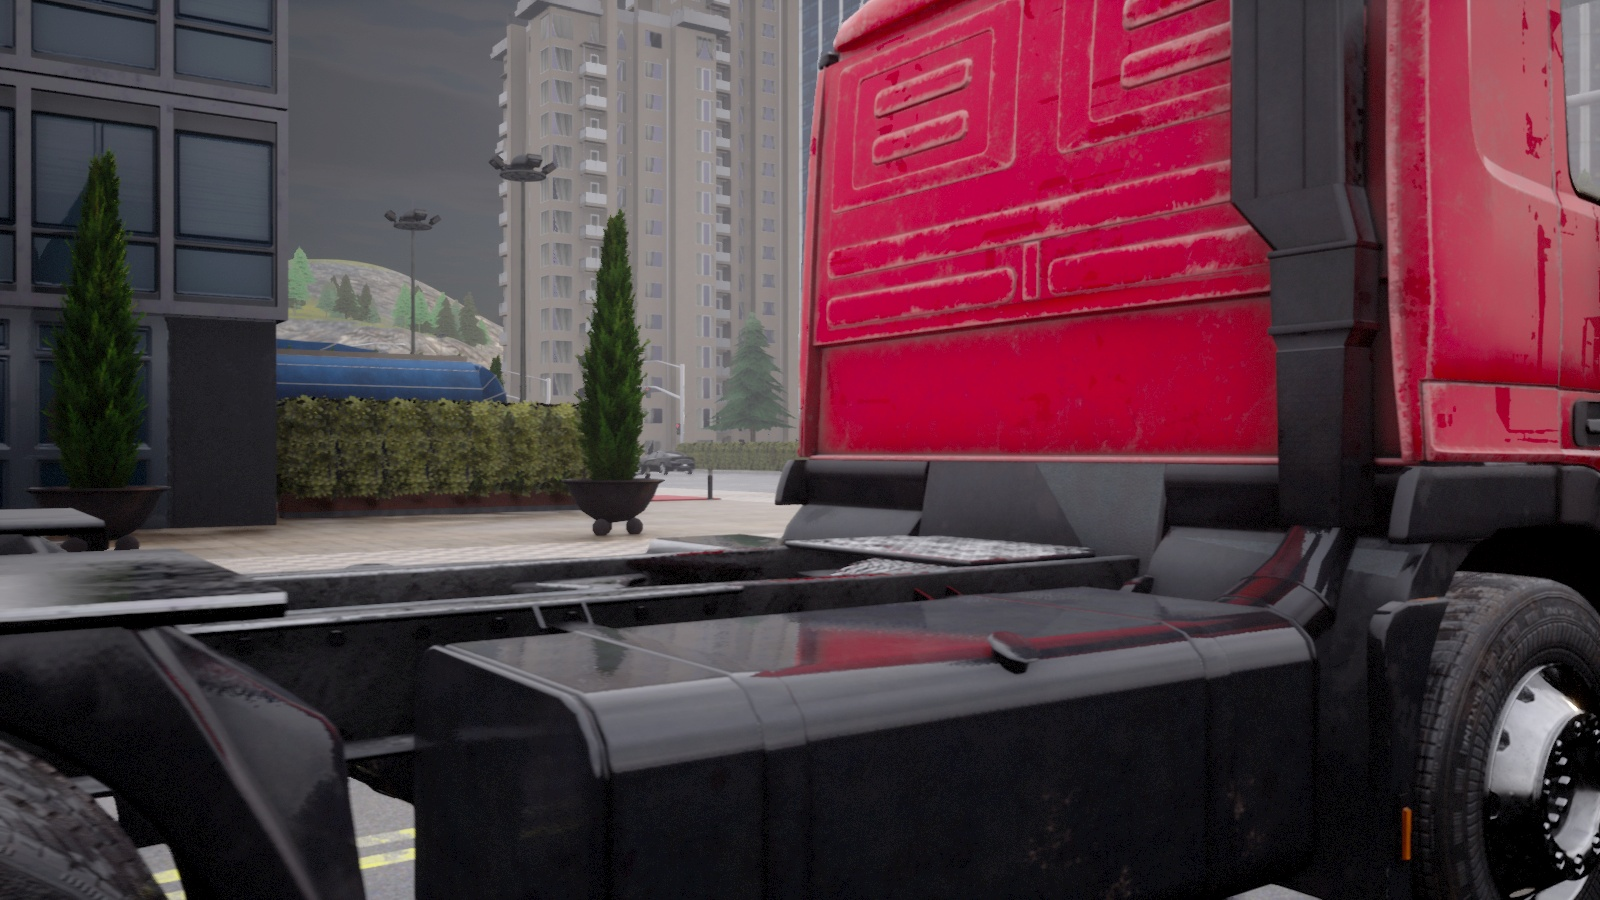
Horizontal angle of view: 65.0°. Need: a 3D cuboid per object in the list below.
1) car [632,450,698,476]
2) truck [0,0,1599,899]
[{"bbox_3d":[-8.353,0.787,77.407,1.882,1.535,5.008,0,0,-35],"label":"car"},{"bbox_3d":[-0.659,-0.232,3.204,7.936,3.462,2.891,0,0,-35],"label":"truck"}]
